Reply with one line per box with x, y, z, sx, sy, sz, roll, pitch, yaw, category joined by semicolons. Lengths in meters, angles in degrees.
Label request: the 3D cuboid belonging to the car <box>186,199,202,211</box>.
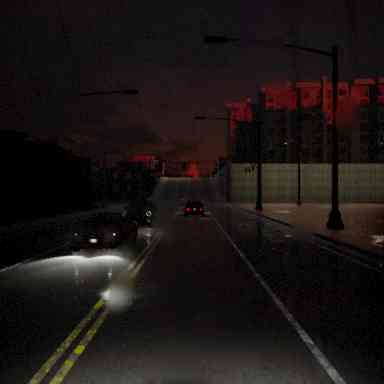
0.278;1.601;41.696;1.895;1.301;4.718;0;0;0;car

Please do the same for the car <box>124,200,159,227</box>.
-3.486;1.352;22.708;2.097;1.767;4.553;0;0;0;car

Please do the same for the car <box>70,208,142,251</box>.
-3.513;1.564;13.898;1.994;1.385;4.181;0;0;0;car

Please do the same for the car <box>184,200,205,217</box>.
0.235;1.547;31.343;2.033;1.411;5.357;0;0;0;car
